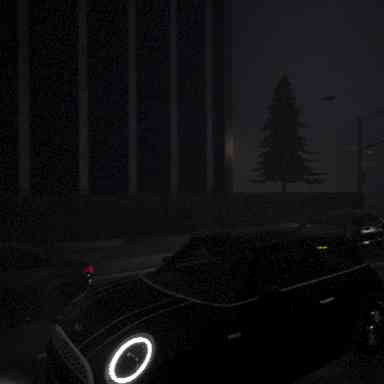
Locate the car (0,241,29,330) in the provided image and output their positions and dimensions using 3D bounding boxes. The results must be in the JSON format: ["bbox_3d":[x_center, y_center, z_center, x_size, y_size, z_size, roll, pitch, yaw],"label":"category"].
[{"bbox_3d":[-3.804,1.569,5.573,4.181,1.385,1.994,0,0,-36],"label":"car"}]

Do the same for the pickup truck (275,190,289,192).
[{"bbox_3d":[19.398,0.661,71.293,2.390,2.098,6.274,0,0,-6],"label":"pickup truck"}]

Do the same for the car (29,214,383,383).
[{"bbox_3d":[0.571,1.334,4.398,4.553,1.767,2.097,0,0,-36],"label":"car"}]

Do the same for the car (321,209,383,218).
[{"bbox_3d":[5.560,1.424,12.257,4.892,1.490,1.837,0,0,-35],"label":"car"}]
